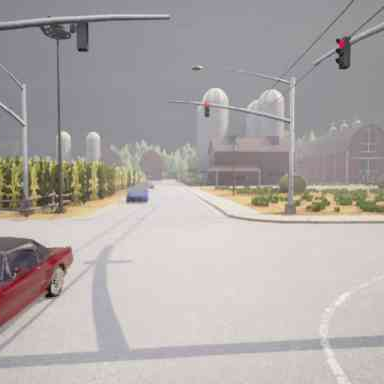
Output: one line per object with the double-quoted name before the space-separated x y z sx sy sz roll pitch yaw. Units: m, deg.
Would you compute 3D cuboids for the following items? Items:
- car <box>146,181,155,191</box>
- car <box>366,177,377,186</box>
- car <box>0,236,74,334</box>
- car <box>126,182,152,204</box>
"car" -7.187 -1.060 55.249 1.994 1.385 4.181 0 3 -5
"car" 42.184 -2.412 77.738 1.905 1.878 3.866 10 10 41
"car" -3.538 1.494 5.225 1.895 1.301 4.718 0 2 -1
"car" -4.922 0.222 30.499 1.882 1.535 5.008 0 4 -5
